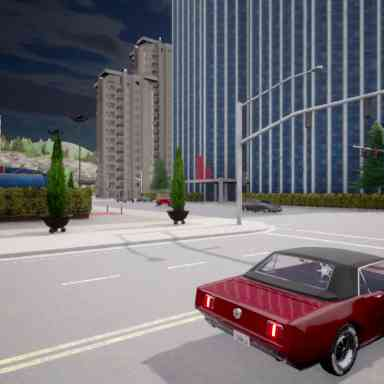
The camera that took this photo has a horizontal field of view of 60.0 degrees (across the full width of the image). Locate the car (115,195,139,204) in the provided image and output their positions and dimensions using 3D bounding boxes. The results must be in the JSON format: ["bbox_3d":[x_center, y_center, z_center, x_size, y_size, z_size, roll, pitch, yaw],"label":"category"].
[{"bbox_3d":[-12.568,1.346,62.069,2.033,1.411,5.357,0,0,-36],"label":"car"}]

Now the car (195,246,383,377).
[{"bbox_3d":[2.459,1.601,5.564,4.718,1.301,1.895,0,0,-35],"label":"car"}]

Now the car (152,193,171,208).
[{"bbox_3d":[-3.260,1.224,49.106,2.150,2.045,5.566,0,0,-36],"label":"car"}]

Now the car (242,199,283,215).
[{"bbox_3d":[7.180,1.506,34.736,1.837,1.490,4.892,0,0,-36],"label":"car"}]

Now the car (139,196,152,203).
[{"bbox_3d":[-10.155,1.511,70.722,2.128,1.511,4.902,0,0,-36],"label":"car"}]
